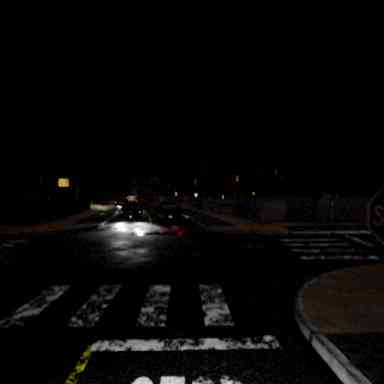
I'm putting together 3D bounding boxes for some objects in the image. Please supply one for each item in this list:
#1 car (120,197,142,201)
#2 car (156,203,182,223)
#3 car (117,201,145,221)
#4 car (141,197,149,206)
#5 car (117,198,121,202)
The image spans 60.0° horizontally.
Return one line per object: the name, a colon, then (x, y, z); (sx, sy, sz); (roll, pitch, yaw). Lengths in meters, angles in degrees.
car: (-7.870, 1.720, 42.948); (1.994, 1.385, 4.181); (0, 0, -13)
car: (-1.834, 1.574, 25.891); (1.812, 1.442, 4.674); (0, 0, -7)
car: (-5.158, 1.670, 28.401); (1.895, 1.301, 4.718); (0, 0, -8)
car: (-8.991, 1.599, 58.573); (2.097, 1.767, 4.553); (0, 0, -17)
car: (-12.678, 1.816, 61.101); (1.812, 1.442, 4.674); (0, -1, -18)
